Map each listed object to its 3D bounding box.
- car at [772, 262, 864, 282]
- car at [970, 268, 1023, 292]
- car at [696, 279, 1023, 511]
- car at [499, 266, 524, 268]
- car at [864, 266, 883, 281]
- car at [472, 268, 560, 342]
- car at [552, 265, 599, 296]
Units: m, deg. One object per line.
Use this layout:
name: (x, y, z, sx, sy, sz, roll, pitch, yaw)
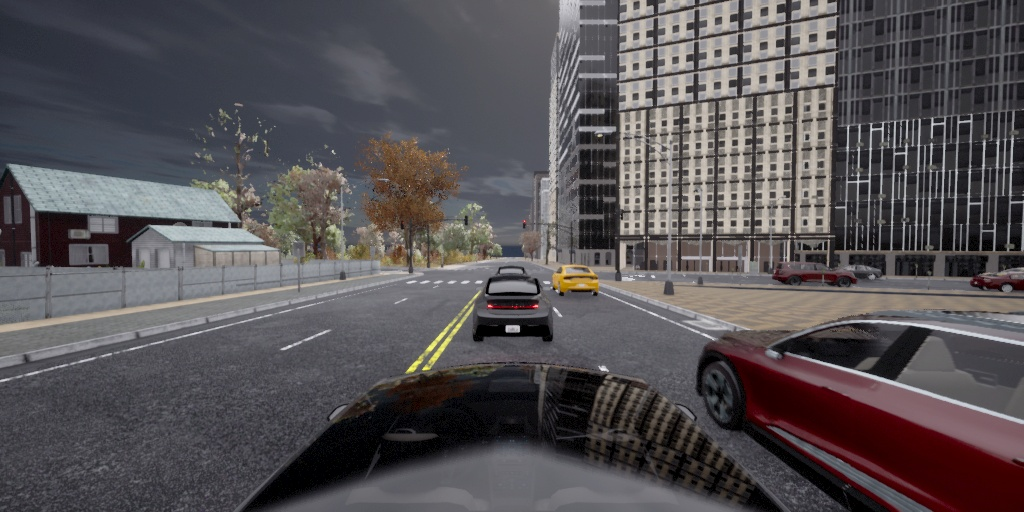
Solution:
car: (22.964, 1.392, 27.489, 5.009, 1.841, 2.192, 0, 0, 20)
car: (33.618, 1.715, 23.612, 4.507, 1.381, 1.888, 0, 0, 20)
car: (3.347, 1.179, 2.658, 2.033, 1.649, 4.856, 0, 0, 0)
car: (-0.032, 1.250, 18.450, 1.837, 1.490, 4.892, 0, 0, 0)
car: (30.987, 1.467, 32.953, 4.403, 1.370, 2.007, 0, 0, 20)
car: (0.030, 1.251, 9.783, 1.837, 1.490, 4.892, 0, 0, 0)
car: (3.283, 1.223, 19.263, 1.882, 1.535, 5.008, 0, 0, 0)
